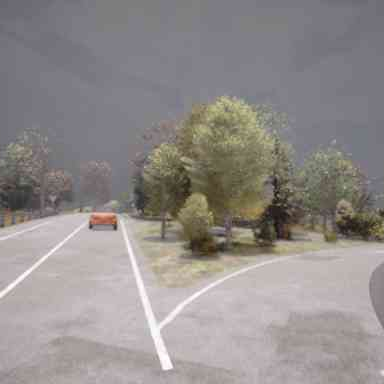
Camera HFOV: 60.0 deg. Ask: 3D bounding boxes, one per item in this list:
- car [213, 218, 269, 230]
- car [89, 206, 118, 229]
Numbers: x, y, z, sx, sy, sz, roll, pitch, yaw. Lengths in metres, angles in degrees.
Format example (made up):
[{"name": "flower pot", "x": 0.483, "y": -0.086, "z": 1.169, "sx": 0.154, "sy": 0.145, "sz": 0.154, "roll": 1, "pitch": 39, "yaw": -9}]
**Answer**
[{"name": "car", "x": 4.148, "y": 2.413, "z": 28.700, "sx": 4.892, "sy": 1.490, "sz": 1.837, "roll": 1, "pitch": -6, "yaw": 27}, {"name": "car", "x": -7.040, "y": 1.915, "z": 26.715, "sx": 2.097, "sy": 1.767, "sz": 4.553, "roll": 2, "pitch": -2, "yaw": -13}]
